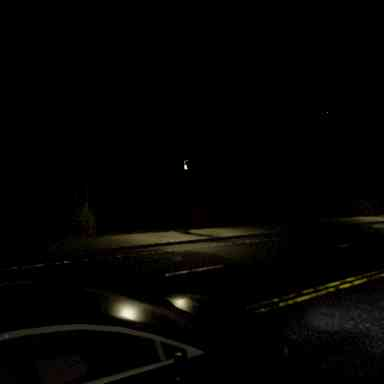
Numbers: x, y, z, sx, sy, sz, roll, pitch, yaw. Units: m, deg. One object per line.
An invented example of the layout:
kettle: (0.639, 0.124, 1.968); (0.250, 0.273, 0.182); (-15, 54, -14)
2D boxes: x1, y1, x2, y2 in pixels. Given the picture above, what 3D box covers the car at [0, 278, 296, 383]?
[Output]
car: (-1.212, 1.494, 2.575); (4.902, 1.511, 2.128); (0, 0, -36)
